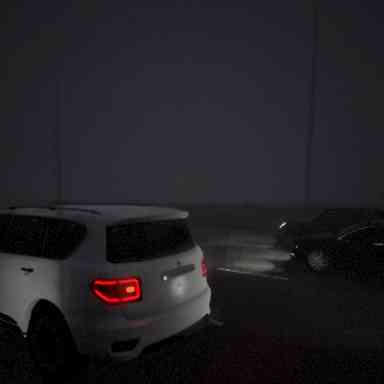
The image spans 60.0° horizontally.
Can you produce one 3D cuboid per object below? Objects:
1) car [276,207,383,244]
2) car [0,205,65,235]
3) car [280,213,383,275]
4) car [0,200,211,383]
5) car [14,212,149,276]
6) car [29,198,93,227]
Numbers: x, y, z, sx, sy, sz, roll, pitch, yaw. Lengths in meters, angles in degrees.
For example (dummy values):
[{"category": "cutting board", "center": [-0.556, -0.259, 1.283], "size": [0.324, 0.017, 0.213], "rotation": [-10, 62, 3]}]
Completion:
[{"category": "car", "center": [5.623, 1.351, 12.880], "size": [4.553, 1.767, 2.097], "rotation": [0, 0, 36]}, {"category": "car", "center": [-10.048, 1.544, 19.757], "size": [5.357, 1.411, 2.033], "rotation": [0, 0, 35]}, {"category": "car", "center": [5.147, 1.504, 8.918], "size": [4.892, 1.490, 1.837], "rotation": [0, 0, 35]}, {"category": "car", "center": [-2.336, 1.221, 5.658], "size": [5.566, 2.045, 2.150], "rotation": [0, 0, 36]}, {"category": "car", "center": [-3.759, 1.524, 10.973], "size": [4.674, 1.442, 1.812], "rotation": [0, 0, 35]}, {"category": "car", "center": [-9.335, 1.349, 23.548], "size": [4.553, 1.767, 2.097], "rotation": [0, 0, 36]}]
